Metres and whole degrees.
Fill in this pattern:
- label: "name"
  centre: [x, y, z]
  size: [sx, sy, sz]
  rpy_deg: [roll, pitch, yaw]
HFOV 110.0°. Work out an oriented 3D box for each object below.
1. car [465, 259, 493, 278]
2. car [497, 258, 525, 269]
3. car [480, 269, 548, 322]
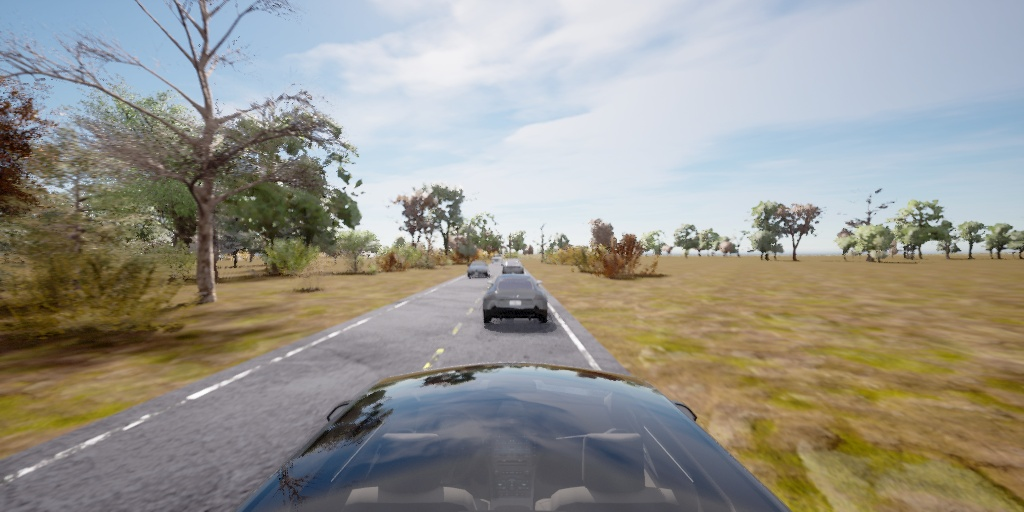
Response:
- label: "car"
  centre: [-3.097, 1.215, 33.474]
  size: [1.812, 1.442, 4.674]
  rpy_deg: [0, 0, 0]
- label: "car"
  centre: [0.081, 1.184, 31.111]
  size: [2.128, 1.511, 4.902]
  rpy_deg: [0, 0, 0]
- label: "car"
  centre: [0.095, 1.294, 12.120]
  size: [1.994, 1.385, 4.181]
  rpy_deg: [0, 0, 0]
